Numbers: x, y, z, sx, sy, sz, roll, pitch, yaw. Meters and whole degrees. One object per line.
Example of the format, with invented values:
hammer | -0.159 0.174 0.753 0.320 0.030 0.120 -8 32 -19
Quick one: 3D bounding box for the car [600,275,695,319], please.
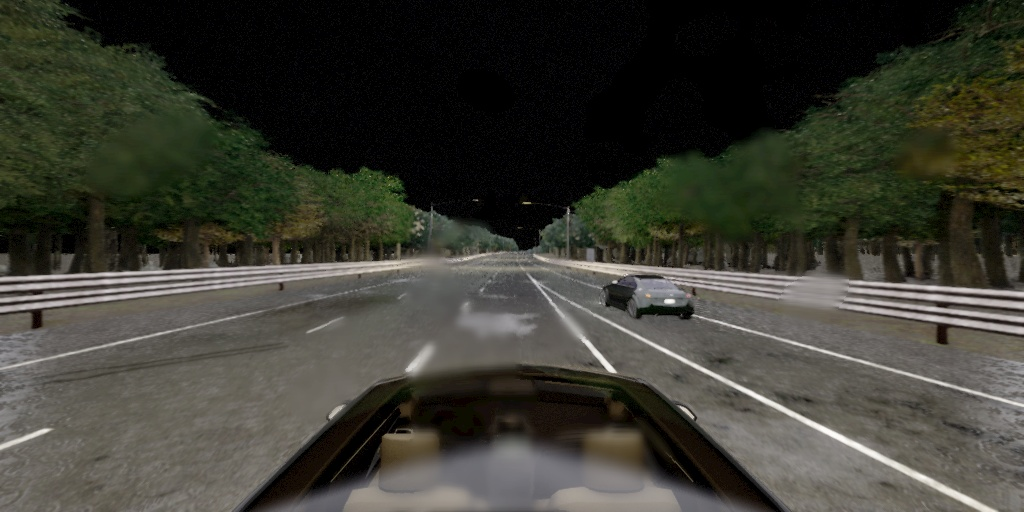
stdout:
car | 4.724 1.372 13.081 1.994 1.385 4.181 1 0 -4
